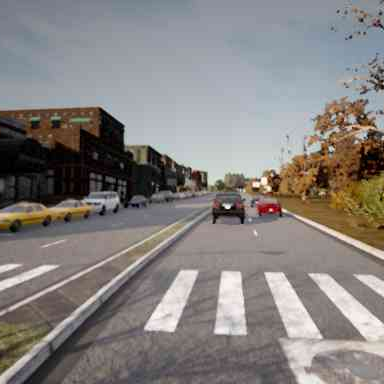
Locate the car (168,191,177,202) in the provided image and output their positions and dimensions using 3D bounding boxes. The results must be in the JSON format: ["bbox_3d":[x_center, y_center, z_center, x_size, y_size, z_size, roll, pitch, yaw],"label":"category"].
[{"bbox_3d":[-4.758,0.786,57.807,2.435,2.045,5.566,0,0,8],"label":"car"}]

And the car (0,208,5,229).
[{"bbox_3d":[-10.590,1.374,13.714,1.946,1.575,5.366,0,0,8],"label":"car"}]

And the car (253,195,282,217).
[{"bbox_3d":[6.617,1.247,28.932,1.882,1.535,5.008,0,1,8],"label":"car"}]

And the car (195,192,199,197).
[{"bbox_3d":[-0.435,0.536,90.548,2.435,2.045,5.566,0,0,8],"label":"car"}]

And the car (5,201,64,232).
[{"bbox_3d":[-9.857,1.329,19.188,1.946,1.575,5.366,0,0,8],"label":"car"}]

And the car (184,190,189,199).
[{"bbox_3d":[-2.624,0.911,73.962,1.946,1.575,5.366,0,0,8],"label":"car"}]

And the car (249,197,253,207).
[{"bbox_3d":[8.511,1.166,42.879,1.837,1.490,4.892,0,1,8],"label":"car"}]

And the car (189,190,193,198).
[{"bbox_3d":[-1.873,0.744,79.653,2.185,1.767,4.553,0,0,8],"label":"car"}]

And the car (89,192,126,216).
[{"bbox_3d":[-8.372,0.995,30.421,2.435,2.045,5.566,0,0,7],"label":"car"}]

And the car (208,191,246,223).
[{"bbox_3d":[2.632,1.047,23.750,2.150,2.045,5.566,0,0,8],"label":"car"}]

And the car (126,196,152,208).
[{"bbox_3d":[-6.930,1.192,41.375,2.163,1.488,4.792,0,0,8],"label":"car"}]

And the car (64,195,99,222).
[{"bbox_3d":[-9.134,1.287,24.665,1.946,1.575,5.366,0,0,8],"label":"car"}]

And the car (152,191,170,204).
[{"bbox_3d":[-5.475,1.080,52.366,2.231,1.521,4.892,0,0,8],"label":"car"}]

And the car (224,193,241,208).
[{"bbox_3d":[5.190,1.028,42.548,2.097,1.767,4.553,0,0,8],"label":"car"}]

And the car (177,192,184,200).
[{"bbox_3d":[-3.579,0.967,67.156,2.231,1.521,4.892,0,0,8],"label":"car"}]

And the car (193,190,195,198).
[{"bbox_3d":[-1.178,0.827,84.916,1.946,1.575,5.366,0,0,8],"label":"car"}]
